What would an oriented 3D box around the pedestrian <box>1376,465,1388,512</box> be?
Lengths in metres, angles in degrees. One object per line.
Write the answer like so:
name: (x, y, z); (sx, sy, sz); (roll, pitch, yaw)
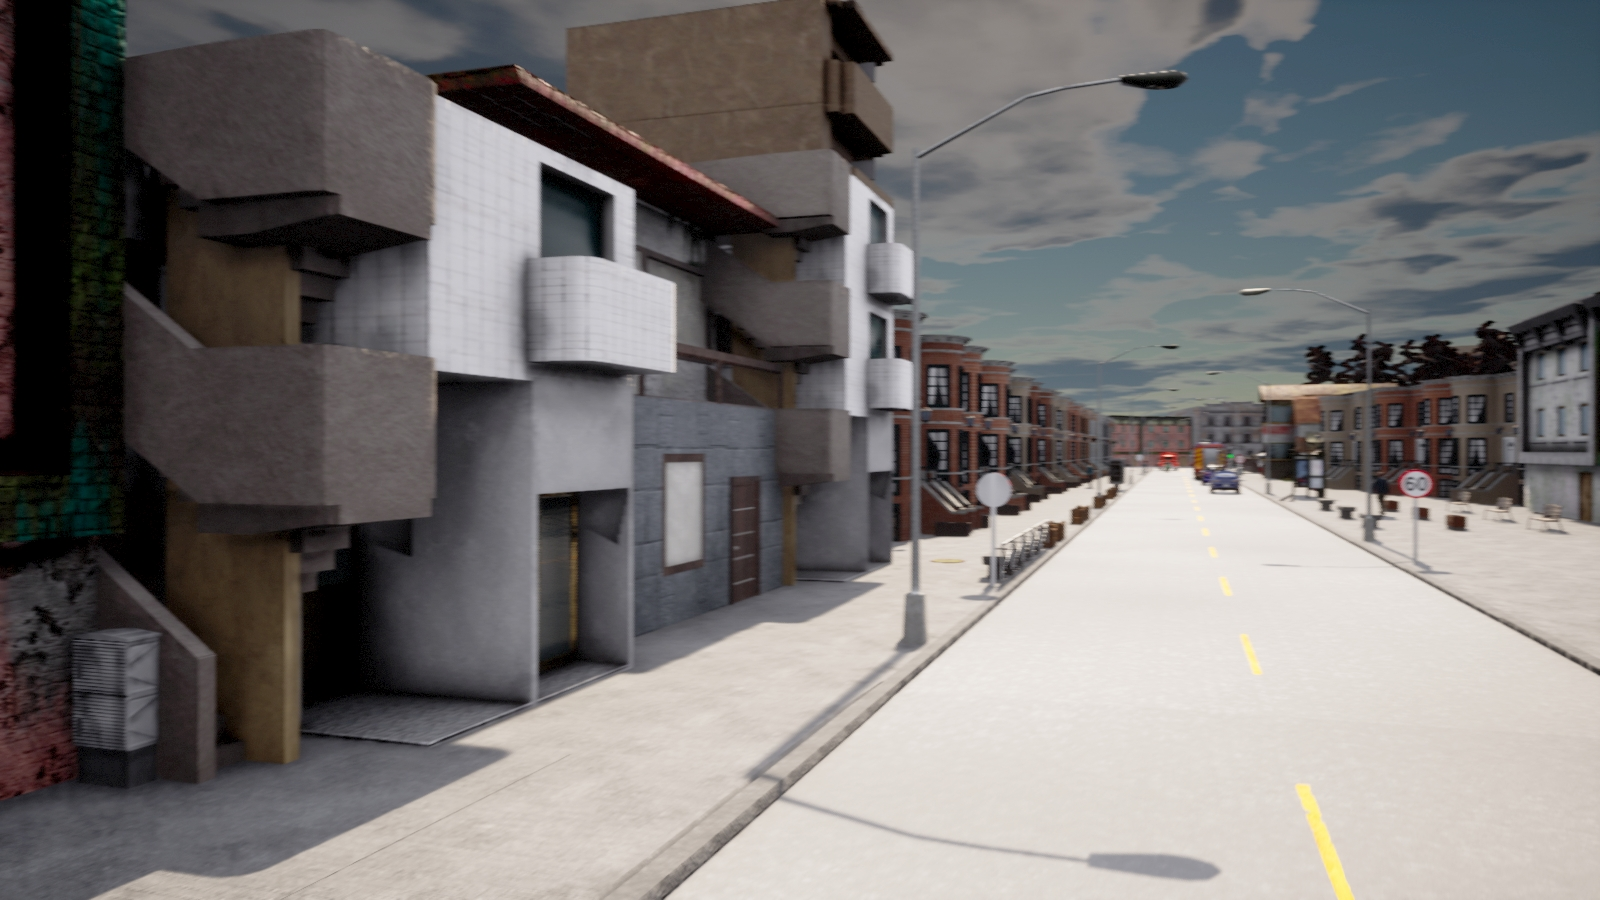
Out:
pedestrian: (23.402, 1.548, 45.962); (0.375, 1.860, 0.375); (0, 0, 15)
